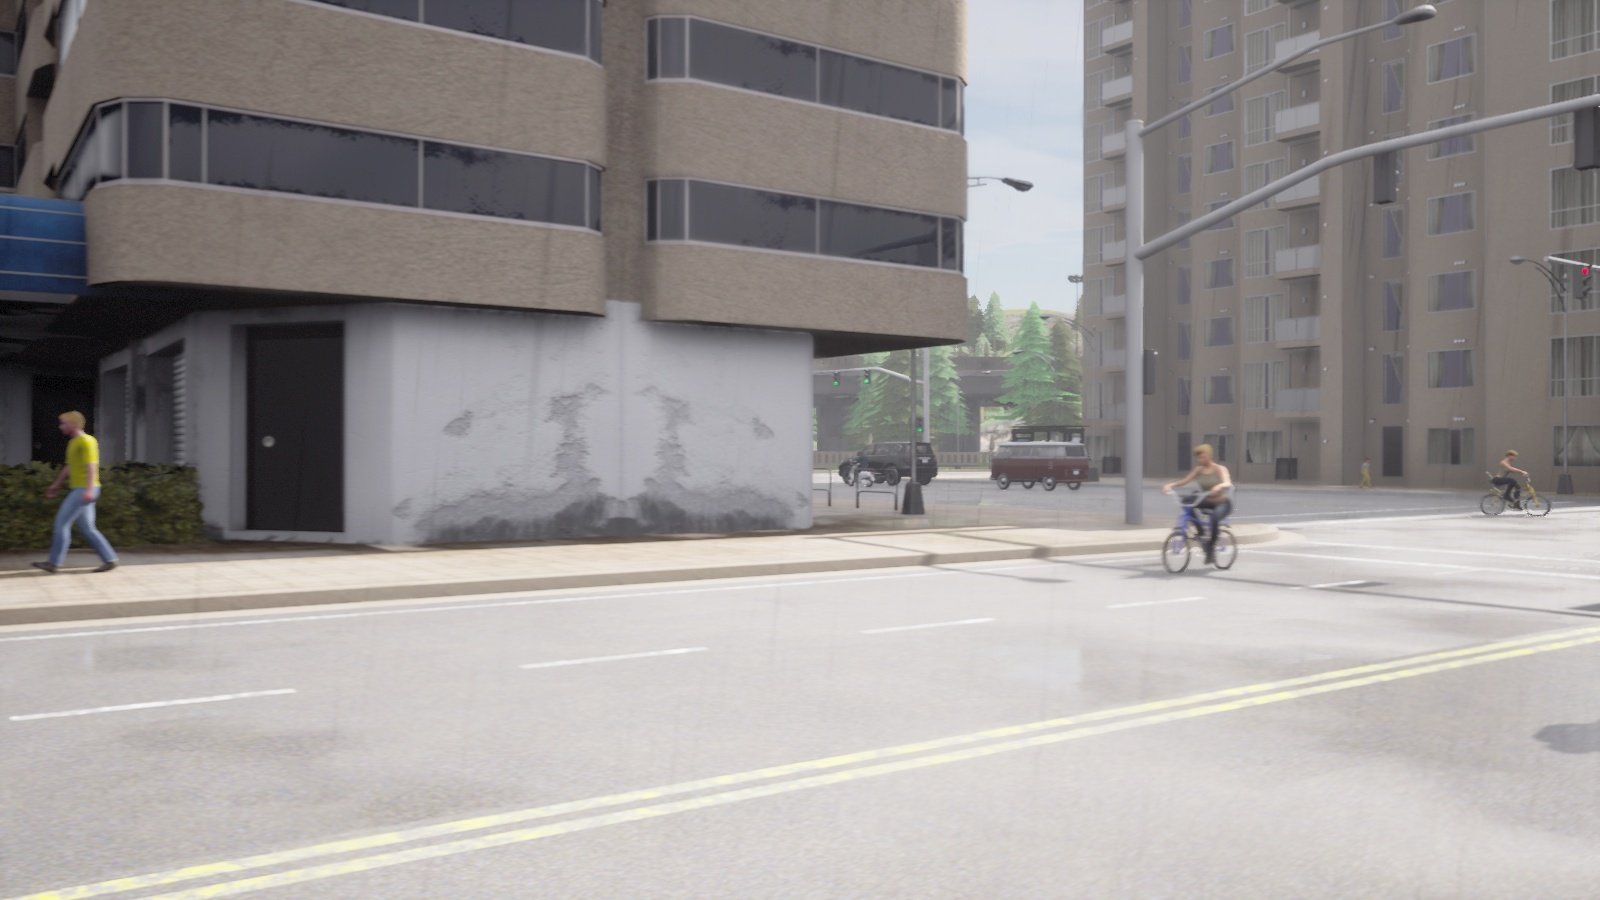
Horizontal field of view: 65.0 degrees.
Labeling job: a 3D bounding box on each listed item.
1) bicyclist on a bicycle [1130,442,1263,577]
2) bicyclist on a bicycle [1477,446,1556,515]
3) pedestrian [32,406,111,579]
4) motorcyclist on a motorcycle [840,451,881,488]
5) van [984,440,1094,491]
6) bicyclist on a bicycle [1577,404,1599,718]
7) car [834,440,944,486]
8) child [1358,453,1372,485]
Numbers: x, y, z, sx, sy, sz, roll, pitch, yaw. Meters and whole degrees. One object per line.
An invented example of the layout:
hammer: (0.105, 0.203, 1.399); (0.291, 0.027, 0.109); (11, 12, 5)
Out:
bicyclist on a bicycle: (4.987, 0.710, 15.772); (1.509, 1.612, 0.866); (0, 0, -36)
bicyclist on a bicycle: (17.150, 0.719, 30.062); (1.509, 1.612, 0.866); (0, -1, 40)
pedestrian: (-7.943, 0.454, 13.694); (0.706, 1.836, 0.354); (0, 0, -38)
motorcyclist on a motorcycle: (2.668, 0.830, 55.286); (0.866, 1.590, 1.817); (0, 0, -36)
van: (9.731, 0.604, 51.435); (1.775, 1.987, 4.442); (0, 0, -36)
bicyclist on a bicycle: (5.395, 0.622, 7.449); (1.843, 1.776, 0.659); (0, 0, -35)
car: (4.133, 0.602, 59.249); (2.150, 2.045, 5.566); (0, 0, -35)
child: (22.419, 0.759, 49.804); (0.270, 1.263, 0.437); (0, 0, -34)
